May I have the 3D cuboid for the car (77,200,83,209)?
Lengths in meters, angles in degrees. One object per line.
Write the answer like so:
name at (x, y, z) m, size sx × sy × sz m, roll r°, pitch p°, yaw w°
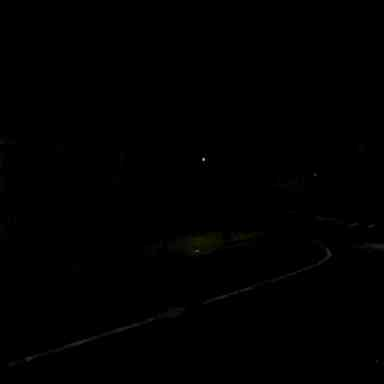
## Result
car at (-15.917, 1.250, 40.854) m, size 1.932 × 1.855 × 4.605 m, roll 0°, pitch 0°, yaw 41°
